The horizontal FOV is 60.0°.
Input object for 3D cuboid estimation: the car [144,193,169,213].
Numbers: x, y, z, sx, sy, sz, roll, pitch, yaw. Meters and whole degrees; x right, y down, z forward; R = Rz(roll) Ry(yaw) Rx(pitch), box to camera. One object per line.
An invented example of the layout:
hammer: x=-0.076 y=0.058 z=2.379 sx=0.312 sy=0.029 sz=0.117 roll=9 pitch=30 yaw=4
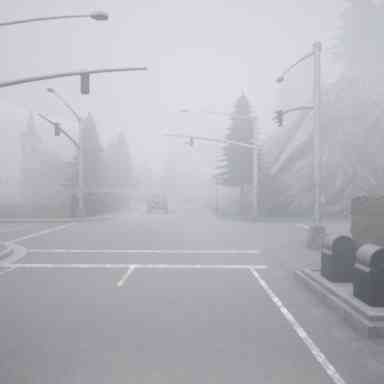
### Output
car: x=-3.756 y=1.197 z=37.203 sx=2.150 sy=2.045 sz=5.566 roll=0 pitch=0 yaw=-2

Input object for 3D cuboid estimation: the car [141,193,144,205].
car: x=-7.103 y=1.181 z=56.393 sx=2.150 sy=2.045 sz=5.566 roll=0 pitch=0 yaw=-20
